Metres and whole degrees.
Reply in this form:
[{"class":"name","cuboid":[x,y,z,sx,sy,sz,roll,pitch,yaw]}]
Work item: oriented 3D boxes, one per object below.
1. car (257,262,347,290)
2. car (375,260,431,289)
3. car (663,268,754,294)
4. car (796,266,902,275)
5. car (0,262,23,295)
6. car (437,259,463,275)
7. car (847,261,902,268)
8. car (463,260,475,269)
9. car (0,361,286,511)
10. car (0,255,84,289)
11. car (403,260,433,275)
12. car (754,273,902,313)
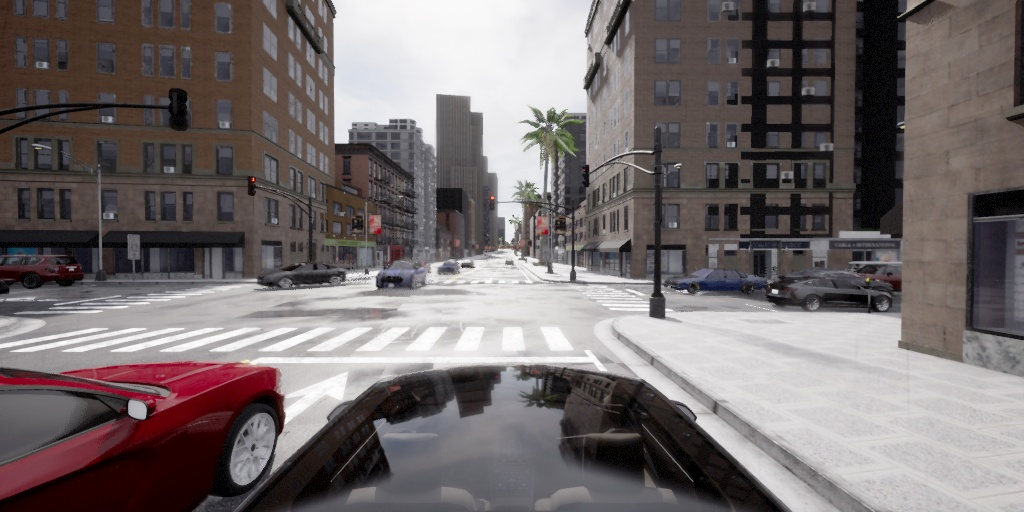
[{"class":"car","cuboid":[-12.709,1.145,22.048,1.837,1.490,4.892,3,2,34]},{"class":"car","cuboid":[-6.736,1.055,22.212,2.097,1.767,4.553,1,0,0]},{"class":"car","cuboid":[11.705,1.401,20.659,5.357,1.411,2.033,0,1,0]},{"class":"car","cuboid":[15.679,1.422,17.530,4.902,1.511,2.128,0,1,1]},{"class":"car","cuboid":[-24.034,1.126,14.575,4.892,1.490,1.837,1,1,-9]},{"class":"car","cuboid":[-6.879,1.342,39.016,1.895,1.301,4.718,0,0,0]},{"class":"car","cuboid":[21.175,1.279,20.670,4.553,1.767,2.097,0,1,0]},{"class":"car","cuboid":[-7.002,1.274,57.041,2.033,1.411,5.357,0,0,0]},{"class":"car","cuboid":[-3.144,1.228,1.475,1.882,1.535,5.008,0,0,1]},{"class":"car","cuboid":[-27.280,0.836,19.908,5.009,1.841,2.192,0,0,-9]},{"class":"car","cuboid":[-10.126,1.219,38.996,1.882,1.535,5.008,0,0,0]},{"class":"car","cuboid":[12.863,1.514,14.714,4.313,1.339,1.948,0,0,0]}]
